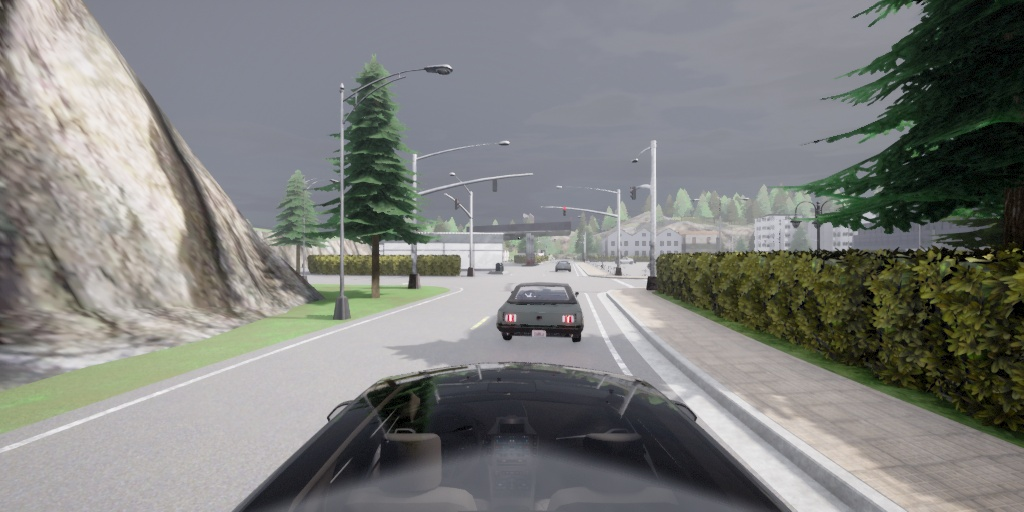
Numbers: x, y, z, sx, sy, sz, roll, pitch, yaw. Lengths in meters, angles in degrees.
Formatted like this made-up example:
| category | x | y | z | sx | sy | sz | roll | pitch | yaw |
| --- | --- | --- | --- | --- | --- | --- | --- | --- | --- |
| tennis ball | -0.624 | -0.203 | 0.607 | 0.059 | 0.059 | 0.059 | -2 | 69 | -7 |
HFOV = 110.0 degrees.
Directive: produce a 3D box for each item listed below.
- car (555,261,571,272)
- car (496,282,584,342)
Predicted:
| category | x | y | z | sx | sy | sz | roll | pitch | yaw |
| --- | --- | --- | --- | --- | --- | --- | --- | --- | --- |
| car | 6.544 | 1.314 | 45.775 | 1.994 | 1.385 | 4.181 | 0 | 0 | 9 |
| car | 0.881 | 1.351 | 9.770 | 1.895 | 1.301 | 4.718 | 0 | 0 | 8 |
